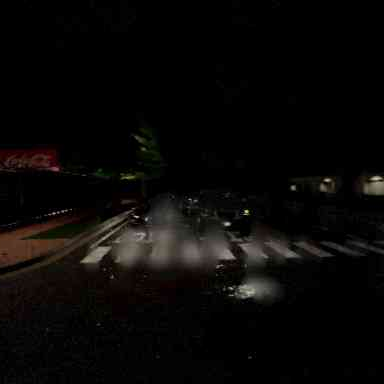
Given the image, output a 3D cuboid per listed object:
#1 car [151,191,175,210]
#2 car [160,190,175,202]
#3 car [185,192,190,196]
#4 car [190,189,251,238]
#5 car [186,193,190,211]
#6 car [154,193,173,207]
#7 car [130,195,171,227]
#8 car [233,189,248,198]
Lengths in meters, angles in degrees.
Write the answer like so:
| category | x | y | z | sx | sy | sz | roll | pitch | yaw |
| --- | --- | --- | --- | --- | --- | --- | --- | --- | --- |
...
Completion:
| category | x | y | z | sx | sy | sz | roll | pitch | yaw |
| --- | --- | --- | --- | --- | --- | --- | --- | --- | --- |
| car | -2.808 | 0.819 | 28.547 | 2.097 | 1.767 | 4.553 | -1 | 1 | -2 |
| car | -3.525 | 0.556 | 48.716 | 1.882 | 1.535 | 5.008 | -1 | 1 | -1 |
| car | 0.246 | 0.711 | 39.787 | 1.837 | 1.490 | 4.892 | -1 | 1 | -2 |
| car | 1.253 | 0.883 | 16.046 | 2.150 | 2.045 | 5.566 | -1 | 1 | -3 |
| car | 0.750 | 1.044 | 27.371 | 1.895 | 1.301 | 4.718 | -1 | 1 | -2 |
| car | -3.216 | 0.841 | 38.438 | 1.994 | 1.385 | 4.181 | -1 | 1 | -3 |
| car | -2.412 | 1.143 | 19.593 | 1.837 | 1.490 | 4.892 | -1 | 1 | -2 |
| car | 8.785 | 0.258 | 60.001 | 1.994 | 1.385 | 4.181 | 0 | 1 | 17 |
